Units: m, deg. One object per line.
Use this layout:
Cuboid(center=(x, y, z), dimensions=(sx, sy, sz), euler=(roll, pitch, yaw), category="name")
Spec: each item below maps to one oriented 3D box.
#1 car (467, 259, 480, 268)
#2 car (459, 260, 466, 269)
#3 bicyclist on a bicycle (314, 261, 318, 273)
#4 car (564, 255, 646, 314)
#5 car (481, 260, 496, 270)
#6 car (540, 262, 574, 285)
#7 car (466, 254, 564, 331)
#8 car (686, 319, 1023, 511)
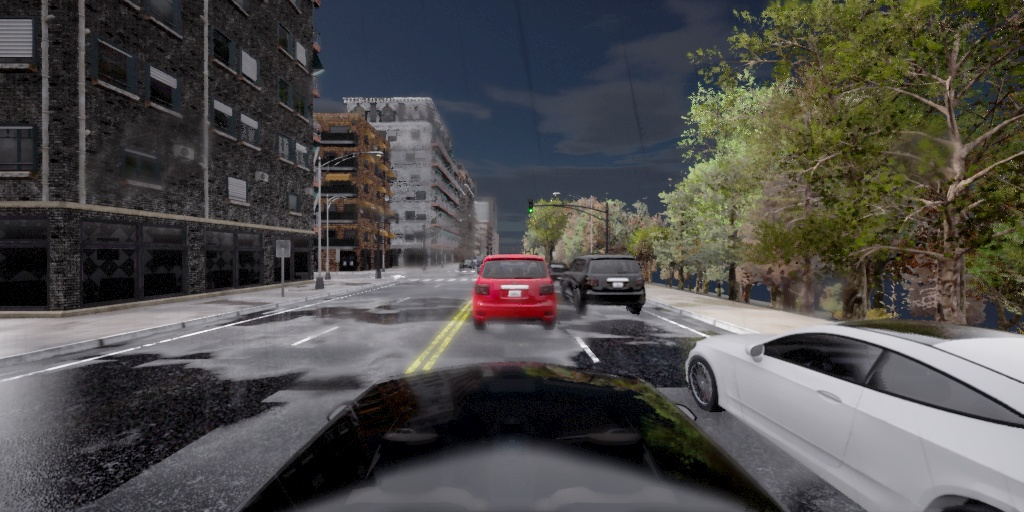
Cuboid(center=(-6.814, 1.303, 63.969), dimensions=(1.812, 1.442, 4.674), euler=(0, 0, 0), category="car")
Cuboid(center=(-6.778, 1.275, 54.722), dimensions=(1.837, 1.490, 4.892), euler=(0, 0, 2), category="car")
Cuboid(center=(-25.056, 1.341, 45.388), dimensions=(0.582, 1.620, 1.656), euler=(-1, 0, -1), category="bicyclist on a bicycle")
Cuboid(center=(3.301, 0.975, 13.893), dimensions=(2.150, 2.045, 5.566), euler=(0, 0, 0), category="car")
Cuboid(center=(-3.560, 1.334, 55.134), dimensions=(1.994, 1.385, 4.181), euler=(0, 0, 0), category="car")
Cuboid(center=(3.247, 1.260, 26.818), dimensions=(1.837, 1.490, 4.892), euler=(0, 0, 0), category="car")
Cuboid(center=(0.061, 0.973, 11.122), dimensions=(2.150, 2.045, 5.566), euler=(0, 0, 0), category="car")
Cuboid(center=(3.342, 1.276, 3.078), dimensions=(1.812, 1.442, 4.674), euler=(0, 0, 0), category="car")
